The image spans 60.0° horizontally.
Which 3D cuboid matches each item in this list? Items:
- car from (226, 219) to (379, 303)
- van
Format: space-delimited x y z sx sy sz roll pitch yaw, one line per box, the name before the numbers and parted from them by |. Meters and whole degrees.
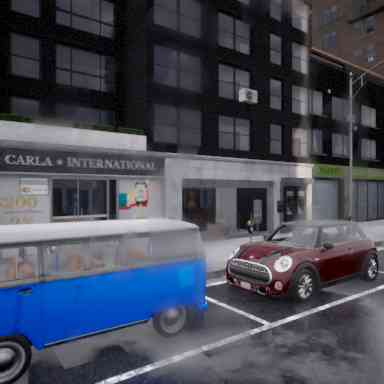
car | 2.751 1.440 8.160 4.097 1.590 1.967 0 0 -36
van | -1.651 1.341 5.011 3.998 1.788 1.690 0 0 -36
